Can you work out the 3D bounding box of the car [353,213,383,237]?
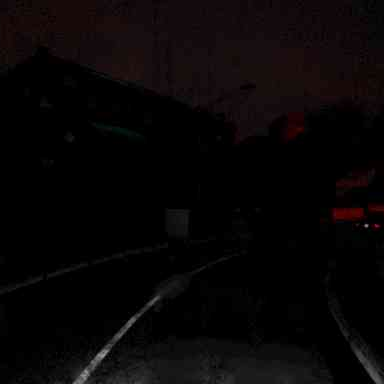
[{"bbox_3d":[11.929,1.903,19.566,5.357,1.411,2.033,0,-2,-26],"label":"car"}]
